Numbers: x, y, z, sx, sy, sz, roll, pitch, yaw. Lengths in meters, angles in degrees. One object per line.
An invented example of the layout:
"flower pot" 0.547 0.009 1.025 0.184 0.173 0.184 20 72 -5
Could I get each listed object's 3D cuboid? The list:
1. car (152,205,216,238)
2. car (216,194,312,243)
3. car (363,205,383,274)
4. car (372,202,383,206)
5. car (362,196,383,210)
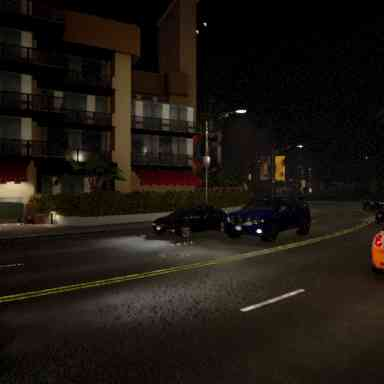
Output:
"car" 0.097 1.492 17.628 1.837 1.490 4.892 0 0 45
"car" 3.931 1.211 16.495 2.150 2.045 5.566 0 0 44
"car" 6.926 1.350 9.572 4.553 1.767 2.097 0 0 -44
"car" 14.212 1.592 23.488 1.895 1.301 4.718 0 0 34
"car" 21.276 1.336 38.620 2.097 1.767 4.553 0 0 16
